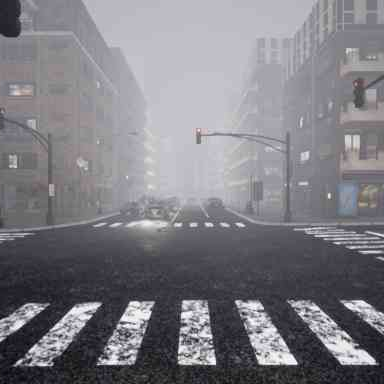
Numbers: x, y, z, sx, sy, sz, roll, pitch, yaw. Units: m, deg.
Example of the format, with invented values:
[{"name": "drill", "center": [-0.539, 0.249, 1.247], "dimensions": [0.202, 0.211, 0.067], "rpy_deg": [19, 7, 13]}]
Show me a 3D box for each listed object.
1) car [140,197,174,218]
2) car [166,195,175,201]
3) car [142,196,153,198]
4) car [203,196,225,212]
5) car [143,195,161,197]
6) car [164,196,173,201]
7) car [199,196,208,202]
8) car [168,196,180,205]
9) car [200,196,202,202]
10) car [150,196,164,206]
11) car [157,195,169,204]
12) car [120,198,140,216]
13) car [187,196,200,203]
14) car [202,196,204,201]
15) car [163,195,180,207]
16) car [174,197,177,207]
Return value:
[{"name": "car", "center": [-3.126, 1.497, 30.622], "dimensions": [2.128, 1.511, 4.902], "rpy_deg": [0, 0, 1]}, {"name": "car", "center": [-5.791, 1.595, 89.012], "dimensions": [2.008, 1.369, 4.403], "rpy_deg": [0, 0, 0]}, {"name": "car", "center": [-5.732, 1.534, 37.701], "dimensions": [1.752, 1.417, 4.829], "rpy_deg": [0, 0, 0]}, {"name": "car", "center": [2.647, 1.449, 37.882], "dimensions": [1.967, 1.590, 4.097], "rpy_deg": [0, 0, 0]}, {"name": "car", "center": [-5.739, 1.326, 43.553], "dimensions": [2.192, 1.841, 5.009], "rpy_deg": [0, 0, 0]}, {"name": "car", "center": [-5.785, 1.590, 83.330], "dimensions": [2.008, 1.369, 4.403], "rpy_deg": [0, 0, 0]}, {"name": "car", "center": [2.602, 1.585, 77.659], "dimensions": [2.008, 1.369, 4.403], "rpy_deg": [0, 0, 0]}, {"name": "car", "center": [-3.113, 1.498, 59.909], "dimensions": [1.882, 1.535, 5.008], "rpy_deg": [0, 0, 0]}, {"name": "car", "center": [2.629, 1.599, 54.930], "dimensions": [1.802, 1.307, 4.206], "rpy_deg": [0, 0, 0]}, {"name": "car", "center": [-5.752, 1.457, 54.918], "dimensions": [1.967, 1.590, 4.097], "rpy_deg": [0, 0, 0]}, {"name": "car", "center": [-5.765, 1.465, 66.284], "dimensions": [1.967, 1.590, 4.097], "rpy_deg": [0, 0, 0]}, {"name": "car", "center": [-5.726, 1.572, 32.188], "dimensions": [1.947, 1.339, 4.313], "rpy_deg": [0, 0, 0]}, {"name": "car", "center": [-0.036, 1.539, 70.608], "dimensions": [2.128, 1.511, 4.902], "rpy_deg": [0, 0, 0]}, {"name": "car", "center": [2.641, 1.451, 43.565], "dimensions": [1.967, 1.590, 4.097], "rpy_deg": [0, 0, 0]}, {"name": "car", "center": [-3.145, 1.578, 49.899], "dimensions": [1.994, 1.385, 4.181], "rpy_deg": [0, 0, 0]}, {"name": "car", "center": [-3.144, 1.610, 39.921], "dimensions": [1.895, 1.301, 4.718], "rpy_deg": [0, 0, 0]}]
